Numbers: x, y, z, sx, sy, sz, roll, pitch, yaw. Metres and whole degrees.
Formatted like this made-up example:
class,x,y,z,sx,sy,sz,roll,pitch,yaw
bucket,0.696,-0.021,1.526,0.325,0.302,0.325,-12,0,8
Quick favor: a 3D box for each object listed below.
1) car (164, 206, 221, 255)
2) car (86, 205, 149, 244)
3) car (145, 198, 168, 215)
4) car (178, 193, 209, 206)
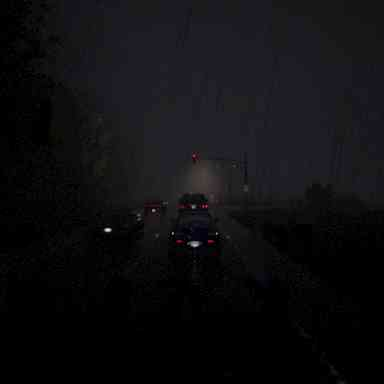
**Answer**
class,x,y,z,sx,sy,sz,roll,pitch,yaw
car,0.109,1.469,12.923,1.812,1.442,4.674,0,0,0
car,-3.394,1.497,15.425,1.994,1.385,4.181,0,0,0
car,-3.388,1.364,31.874,1.837,1.490,4.892,0,0,0
car,0.110,1.111,25.115,2.150,2.045,5.566,0,0,0
